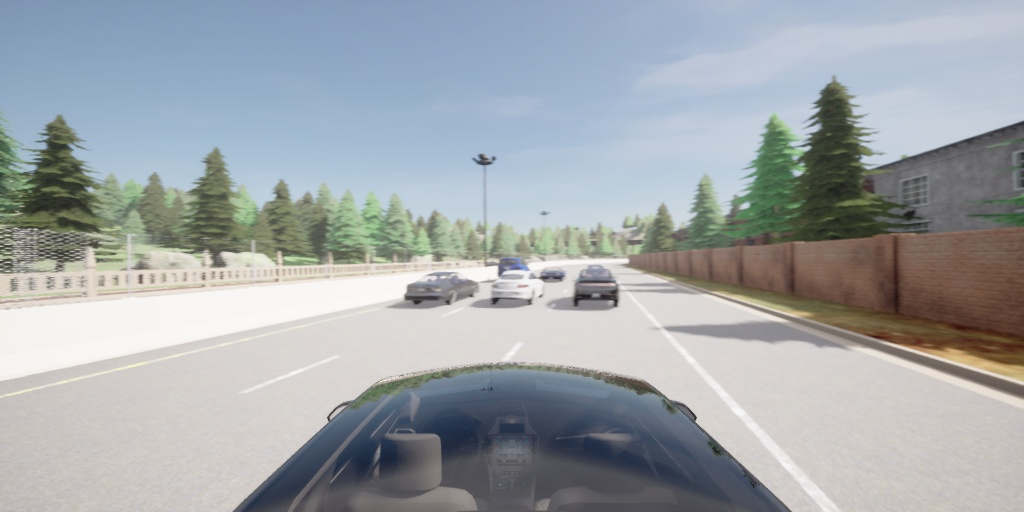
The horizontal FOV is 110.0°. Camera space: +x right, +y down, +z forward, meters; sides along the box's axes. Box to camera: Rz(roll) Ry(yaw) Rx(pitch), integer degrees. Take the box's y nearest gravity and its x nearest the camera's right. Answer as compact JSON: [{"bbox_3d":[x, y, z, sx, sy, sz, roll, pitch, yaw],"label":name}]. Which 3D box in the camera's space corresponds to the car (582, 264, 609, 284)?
[{"bbox_3d":[7.029,1.424,30.232,2.033,1.411,5.357,-1,0,13],"label":"car"}]

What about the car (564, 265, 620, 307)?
[{"bbox_3d":[3.719,1.303,15.914,2.128,1.511,4.902,-1,0,13],"label":"car"}]

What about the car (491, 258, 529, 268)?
[{"bbox_3d":[0.213,1.189,31.844,2.150,2.045,5.566,-1,0,13],"label":"car"}]

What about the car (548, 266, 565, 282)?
[{"bbox_3d":[3.648,1.526,31.134,1.895,1.301,4.718,-1,0,13],"label":"car"}]

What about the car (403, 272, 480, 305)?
[{"bbox_3d":[-3.172,1.452,17.196,2.033,1.411,5.357,-1,0,13],"label":"car"}]

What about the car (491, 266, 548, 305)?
[{"bbox_3d":[0.335,1.384,16.805,1.812,1.442,4.674,-1,0,13],"label":"car"}]
